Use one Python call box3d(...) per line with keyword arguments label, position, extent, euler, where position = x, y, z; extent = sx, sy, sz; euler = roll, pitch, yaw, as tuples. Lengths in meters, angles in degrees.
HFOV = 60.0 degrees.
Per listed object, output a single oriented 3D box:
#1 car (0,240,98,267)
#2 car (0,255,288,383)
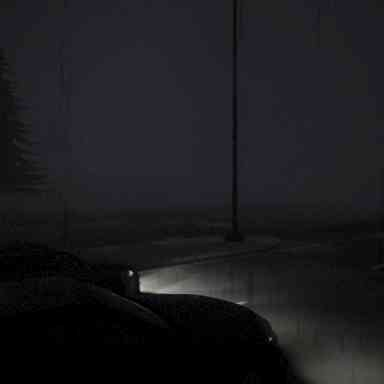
box3d(label="car", position=(-3.039, 1.564, 5.879), extent=(4.181, 1.385, 1.994), euler=(0, 0, -36))
box3d(label="car", position=(-1.192, 1.526, 2.897), extent=(4.674, 1.442, 1.812), euler=(0, 0, -35))
